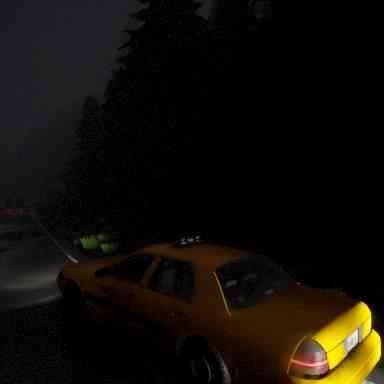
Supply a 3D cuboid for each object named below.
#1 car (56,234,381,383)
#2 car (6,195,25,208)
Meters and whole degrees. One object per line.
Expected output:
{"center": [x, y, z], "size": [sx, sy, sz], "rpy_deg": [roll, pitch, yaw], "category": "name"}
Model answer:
{"center": [-0.254, 1.418, 5.069], "size": [5.366, 1.575, 1.801], "rpy_deg": [1, 1, 44], "category": "car"}
{"center": [-21.206, 1.058, 40.007], "size": [2.128, 1.511, 4.902], "rpy_deg": [-2, 2, -27], "category": "car"}
